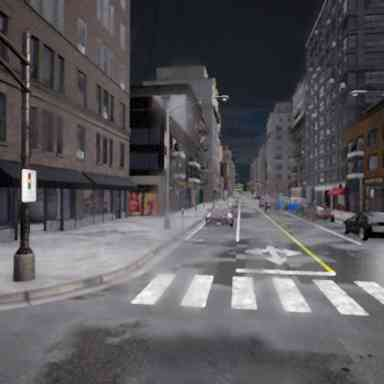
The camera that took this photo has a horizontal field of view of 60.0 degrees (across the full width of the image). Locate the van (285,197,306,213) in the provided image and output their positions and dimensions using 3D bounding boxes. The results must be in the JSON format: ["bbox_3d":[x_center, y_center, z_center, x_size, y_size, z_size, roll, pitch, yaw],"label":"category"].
[{"bbox_3d":[12.375,1.599,38.977,1.690,1.788,3.998,0,0,8],"label":"van"}]

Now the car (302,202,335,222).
[{"bbox_3d":[10.790,1.771,28.070,1.802,1.307,4.206,0,0,8],"label":"car"}]

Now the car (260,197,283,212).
[{"bbox_3d":[10.549,1.787,44.404,1.837,1.490,4.892,0,0,9],"label":"car"}]

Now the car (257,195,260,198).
[{"bbox_3d":[20.293,1.952,93.514,2.192,1.841,5.009,0,0,8],"label":"car"}]

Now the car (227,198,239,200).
[{"bbox_3d":[4.432,1.780,40.129,2.008,1.369,4.403,0,0,8],"label":"car"}]

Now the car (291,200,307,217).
[{"bbox_3d":[11.582,1.789,33.523,1.947,1.339,4.313,0,0,8],"label":"car"}]

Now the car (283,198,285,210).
[{"bbox_3d":[13.166,1.845,44.430,2.008,1.369,4.403,0,0,8],"label":"car"}]

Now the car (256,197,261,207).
[{"bbox_3d":[11.999,1.954,54.745,1.895,1.301,4.718,0,0,8],"label":"car"}]

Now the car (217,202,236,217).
[{"bbox_3d":[3.640,1.776,34.675,1.802,1.307,4.206,0,0,8],"label":"car"}]

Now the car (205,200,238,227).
[{"bbox_3d":[2.058,1.568,23.769,1.967,1.590,4.097,0,0,8],"label":"car"}]

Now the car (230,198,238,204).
[{"bbox_3d":[9.975,2.077,78.304,1.802,1.307,4.206,0,0,8],"label":"car"}]

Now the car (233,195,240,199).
[{"bbox_3d":[6.016,1.743,51.037,1.967,1.590,4.097,0,0,8],"label":"car"}]

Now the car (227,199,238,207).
[{"bbox_3d":[7.599,1.930,61.943,2.008,1.369,4.403,0,0,8],"label":"car"}]

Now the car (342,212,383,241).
[{"bbox_3d":[9.207,1.691,17.161,1.947,1.339,4.313,0,0,8],"label":"car"}]

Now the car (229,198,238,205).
[{"bbox_3d":[9.183,2.001,72.850,1.887,1.381,4.507,0,0,8],"label":"car"}]

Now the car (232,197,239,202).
[{"bbox_3d":[12.351,2.174,94.665,1.947,1.339,4.313,0,0,8],"label":"car"}]
